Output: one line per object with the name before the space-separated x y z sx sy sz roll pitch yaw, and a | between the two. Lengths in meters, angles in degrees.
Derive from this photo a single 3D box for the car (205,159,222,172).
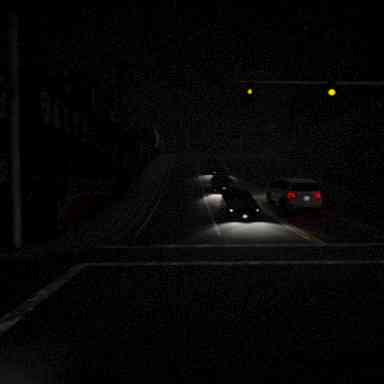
car | 2.498 -3.179 39.765 2.033 1.411 5.357 0 14 0

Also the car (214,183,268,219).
car | 2.726 0.587 19.843 2.033 1.411 5.357 0 6 0

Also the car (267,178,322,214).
car | 6.390 0.078 21.281 2.150 2.045 5.566 0 7 -1

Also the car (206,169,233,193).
car | 2.615 -0.849 29.505 1.994 1.385 4.181 0 11 0
